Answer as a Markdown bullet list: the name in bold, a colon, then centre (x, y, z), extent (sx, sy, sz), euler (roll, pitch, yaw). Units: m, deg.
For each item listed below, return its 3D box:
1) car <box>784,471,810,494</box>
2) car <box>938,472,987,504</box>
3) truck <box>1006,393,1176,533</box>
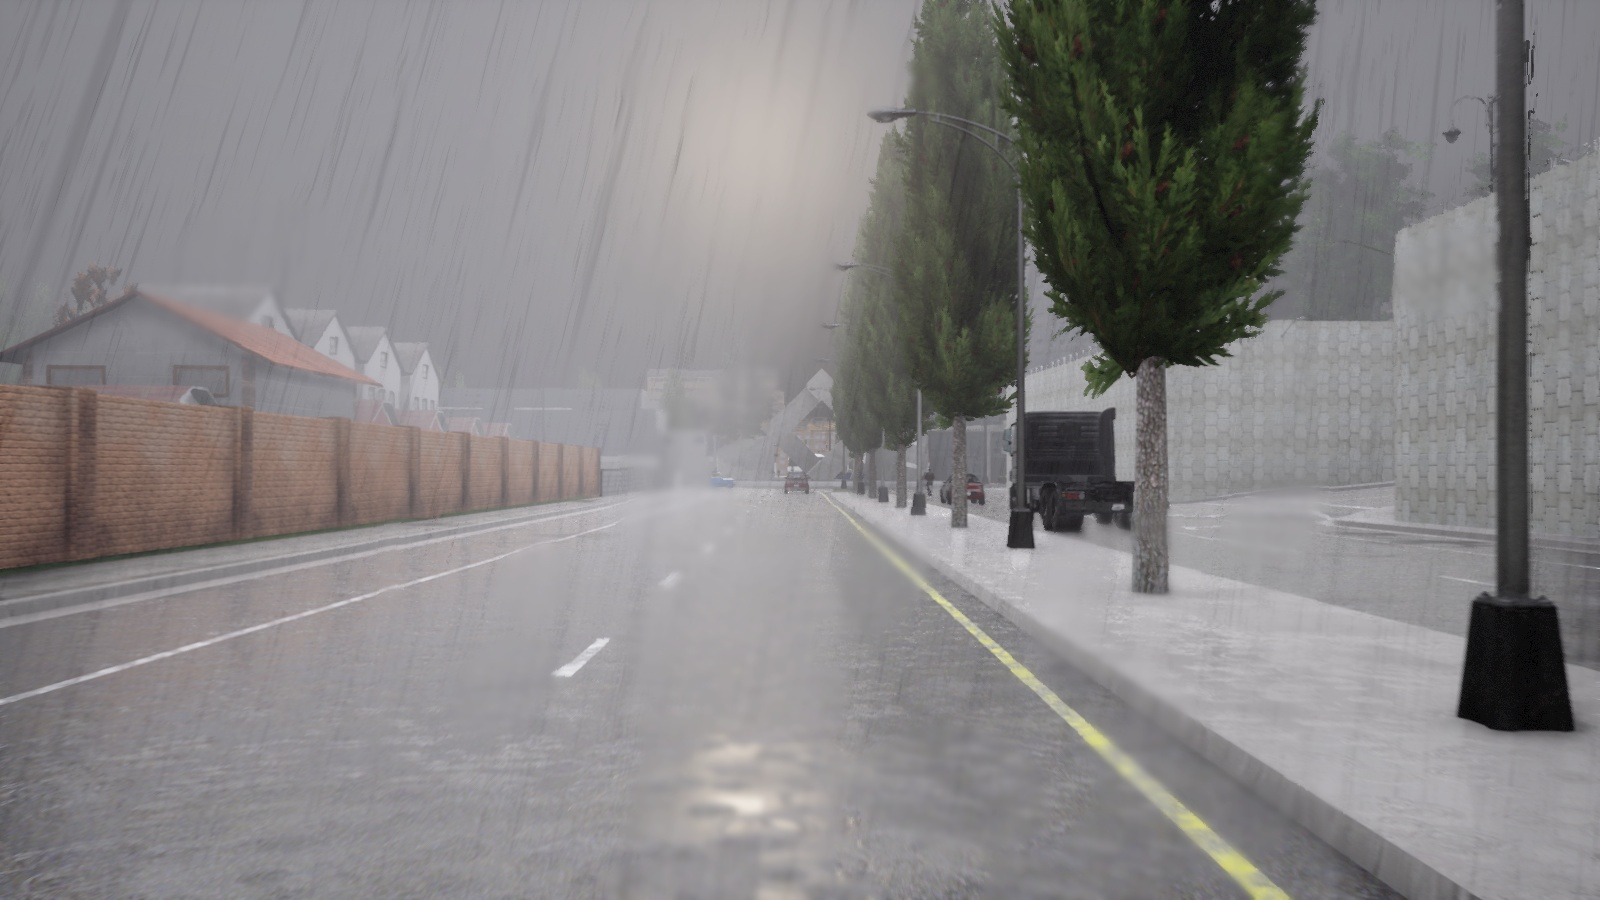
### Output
- **car**: centre (-0.214, 2.245, 86.689), extent (1.789, 1.549, 3.705), euler (0, -1, 0)
- **car**: centre (7.851, 1.818, 60.970), extent (1.816, 1.474, 4.193), euler (0, -1, 0)
- **truck**: centre (7.911, 0.391, 35.270), extent (2.891, 3.462, 7.936), euler (0, -1, 0)
